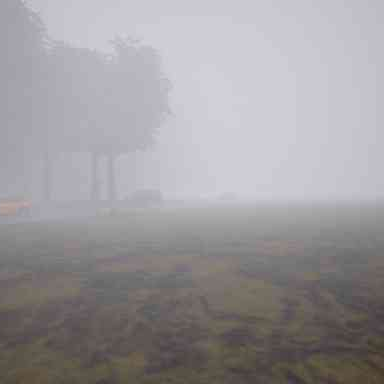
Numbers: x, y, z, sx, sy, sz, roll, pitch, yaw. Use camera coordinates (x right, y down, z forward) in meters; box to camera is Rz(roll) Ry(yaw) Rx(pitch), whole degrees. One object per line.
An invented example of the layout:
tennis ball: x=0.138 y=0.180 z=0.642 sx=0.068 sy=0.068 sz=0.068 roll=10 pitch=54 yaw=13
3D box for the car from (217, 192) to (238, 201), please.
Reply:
car: x=6.042 y=0.734 z=55.527 sx=1.837 sy=1.490 sz=4.892 roll=1 pitch=1 yaw=36

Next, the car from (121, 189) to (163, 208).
car: x=-5.818 y=0.706 z=39.132 sx=2.150 sy=2.045 sz=5.566 roll=1 pitch=1 yaw=36

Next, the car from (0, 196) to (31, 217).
car: x=-15.192 y=1.118 z=26.052 sx=2.097 sy=1.767 sz=4.553 roll=1 pitch=1 yaw=36
